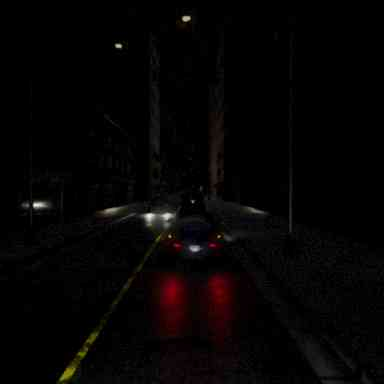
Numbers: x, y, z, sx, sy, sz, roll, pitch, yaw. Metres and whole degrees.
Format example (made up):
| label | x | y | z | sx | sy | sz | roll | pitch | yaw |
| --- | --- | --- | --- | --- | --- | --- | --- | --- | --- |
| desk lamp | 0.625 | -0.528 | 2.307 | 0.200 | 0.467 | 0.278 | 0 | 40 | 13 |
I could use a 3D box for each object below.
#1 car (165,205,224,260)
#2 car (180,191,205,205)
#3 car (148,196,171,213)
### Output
| label | x | y | z | sx | sy | sz | roll | pitch | yaw |
| --- | --- | --- | --- | --- | --- | --- | --- | --- | --- |
| car | 0.085 | 1.405 | 11.789 | 1.812 | 1.442 | 4.674 | 0 | 1 | 0 |
| car | 0.088 | 0.923 | 31.490 | 2.150 | 2.045 | 5.566 | 0 | 1 | 0 |
| car | -3.104 | 1.169 | 32.617 | 1.882 | 1.535 | 5.008 | 0 | 0 | 0 |
